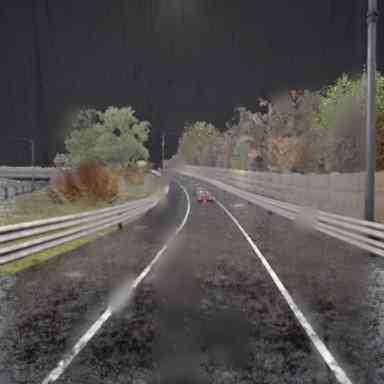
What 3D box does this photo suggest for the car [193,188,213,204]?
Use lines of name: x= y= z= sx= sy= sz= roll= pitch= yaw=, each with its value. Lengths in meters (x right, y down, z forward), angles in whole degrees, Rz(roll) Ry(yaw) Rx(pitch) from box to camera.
car: x=1.399 y=0.607 z=39.133 sx=1.895 sy=1.301 sz=4.718 roll=0 pitch=4 yaw=-2

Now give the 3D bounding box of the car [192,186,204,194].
car: x=1.069 y=-0.192 z=49.598 sx=2.033 sy=1.411 sz=5.357 roll=0 pitch=5 yaw=-3
